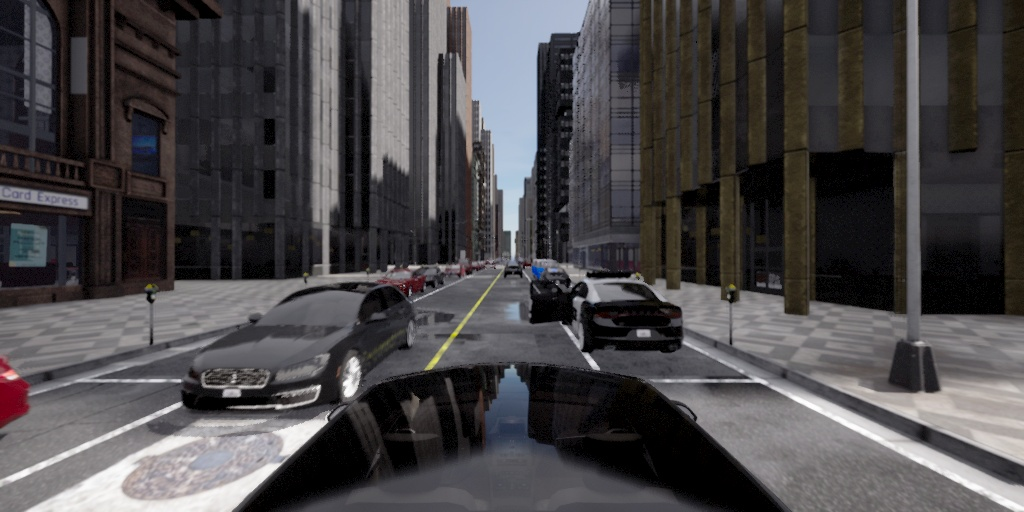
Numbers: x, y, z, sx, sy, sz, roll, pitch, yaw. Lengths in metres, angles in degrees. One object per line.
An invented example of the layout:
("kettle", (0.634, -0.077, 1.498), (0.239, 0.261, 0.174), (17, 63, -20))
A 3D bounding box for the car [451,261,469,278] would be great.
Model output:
("car", (-5.685, 1.460, 35.598), (1.802, 1.307, 4.207), (0, 0, 0))

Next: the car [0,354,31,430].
("car", (-5.762, 1.333, 1.889), (1.802, 1.307, 4.207), (0, 0, 0))

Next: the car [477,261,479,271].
("car", (-5.647, 1.490, 52.453), (1.888, 1.381, 4.507), (0, 0, 0))

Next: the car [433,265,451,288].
("car", (-5.711, 1.400, 24.362), (1.948, 1.339, 4.313), (0, 0, 0))

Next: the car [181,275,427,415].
("car", (-3.090, 1.272, 6.388), (1.837, 1.490, 4.892), (0, 0, 0))

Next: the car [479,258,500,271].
("car", (-2.898, 1.061, 46.808), (1.812, 1.442, 4.674), (0, 0, 0))

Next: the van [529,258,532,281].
("van", (2.840, 1.218, 35.597), (1.690, 1.789, 3.998), (0, 0, 0))

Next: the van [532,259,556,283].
("van", (2.827, 1.196, 29.978), (1.690, 1.789, 3.998), (0, 0, 0))

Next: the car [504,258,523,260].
("car", (0.153, 1.409, 49.281), (1.882, 1.535, 5.008), (0, 0, 1))

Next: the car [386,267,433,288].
("car", (-5.724, 1.358, 18.743), (1.888, 1.381, 4.507), (0, 0, 0))

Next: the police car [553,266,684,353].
("police car", (2.383, 1.202, 9.058), (1.930, 1.638, 5.238), (0, 0, 0))

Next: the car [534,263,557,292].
("car", (2.814, 1.384, 24.359), (2.007, 1.370, 4.403), (0, 0, 0))

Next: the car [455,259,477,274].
("car", (-5.673, 1.214, 41.216), (2.192, 1.841, 5.009), (0, 0, 0))

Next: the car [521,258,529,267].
("car", (2.903, 1.304, 63.690), (2.192, 1.841, 5.009), (0, 0, 0))

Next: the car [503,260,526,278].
("car", (0.145, 1.383, 36.141), (1.837, 1.490, 4.892), (0, -1, 1))
